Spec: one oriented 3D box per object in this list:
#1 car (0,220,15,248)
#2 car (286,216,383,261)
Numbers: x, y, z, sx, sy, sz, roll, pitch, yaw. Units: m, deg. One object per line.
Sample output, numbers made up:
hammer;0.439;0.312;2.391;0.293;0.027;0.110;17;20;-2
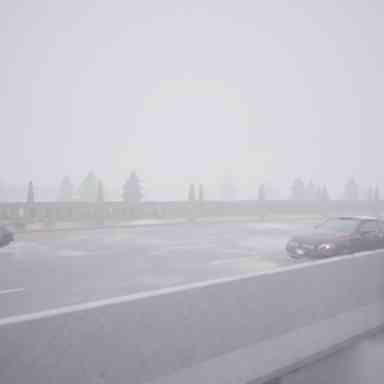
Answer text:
car;-8.442;1.427;10.669;4.902;1.511;2.128;0;0;-35
car;5.291;1.541;11.107;4.674;1.442;1.812;0;0;-29
